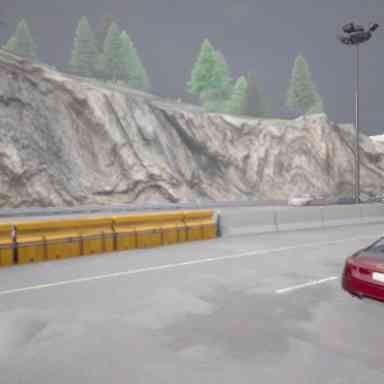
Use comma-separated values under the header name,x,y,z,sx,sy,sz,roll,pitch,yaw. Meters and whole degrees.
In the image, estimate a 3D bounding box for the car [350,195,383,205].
name,x,y,z,sx,sy,sz,roll,pitch,yaw
car,16.554,1.028,28.939,4.892,1.490,1.837,-1,0,-23

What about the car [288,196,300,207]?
name,x,y,z,sx,sy,sz,roll,pitch,yaw
car,13.505,0.982,39.051,4.674,1.442,1.812,-1,1,-23

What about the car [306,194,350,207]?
name,x,y,z,sx,sy,sz,roll,pitch,yaw
car,13.899,1.074,31.630,5.357,1.411,2.033,-1,1,-24

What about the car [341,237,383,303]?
name,x,y,z,sx,sy,sz,roll,pitch,yaw
car,5.038,1.439,6.881,4.181,1.385,1.994,-1,1,-32

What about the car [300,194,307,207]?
name,x,y,z,sx,sy,sz,roll,pitch,yaw
car,14.094,1.049,35.496,4.181,1.385,1.994,-1,1,-23
